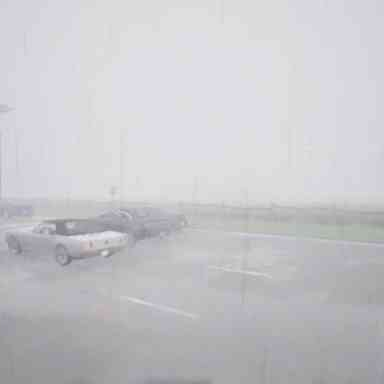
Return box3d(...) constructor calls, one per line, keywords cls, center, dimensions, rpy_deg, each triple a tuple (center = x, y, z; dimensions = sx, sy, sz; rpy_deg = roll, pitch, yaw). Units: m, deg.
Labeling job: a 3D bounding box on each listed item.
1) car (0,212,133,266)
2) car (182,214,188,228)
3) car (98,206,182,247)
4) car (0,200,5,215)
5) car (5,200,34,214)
box3d(cls="car", center=(-4.464, 1.569, 11.458), dimensions=(4.718, 1.301, 1.895), rpy_deg=(0, 0, 36))
box3d(cls="car", center=(-2.346, 1.486, 18.554), dimensions=(4.674, 1.442, 1.812), rpy_deg=(0, 0, 36))
box3d(cls="car", center=(-3.159, 1.458, 14.827), dimensions=(4.902, 1.511, 2.128), rpy_deg=(0, 0, 36))
box3d(cls="car", center=(-15.966, 1.408, 23.972), dimensions=(4.902, 1.511, 2.128), rpy_deg=(0, 0, 36))
box3d(cls="car", center=(-15.218, 1.389, 27.743), dimensions=(5.008, 1.535, 1.882), rpy_deg=(0, 0, 36))
